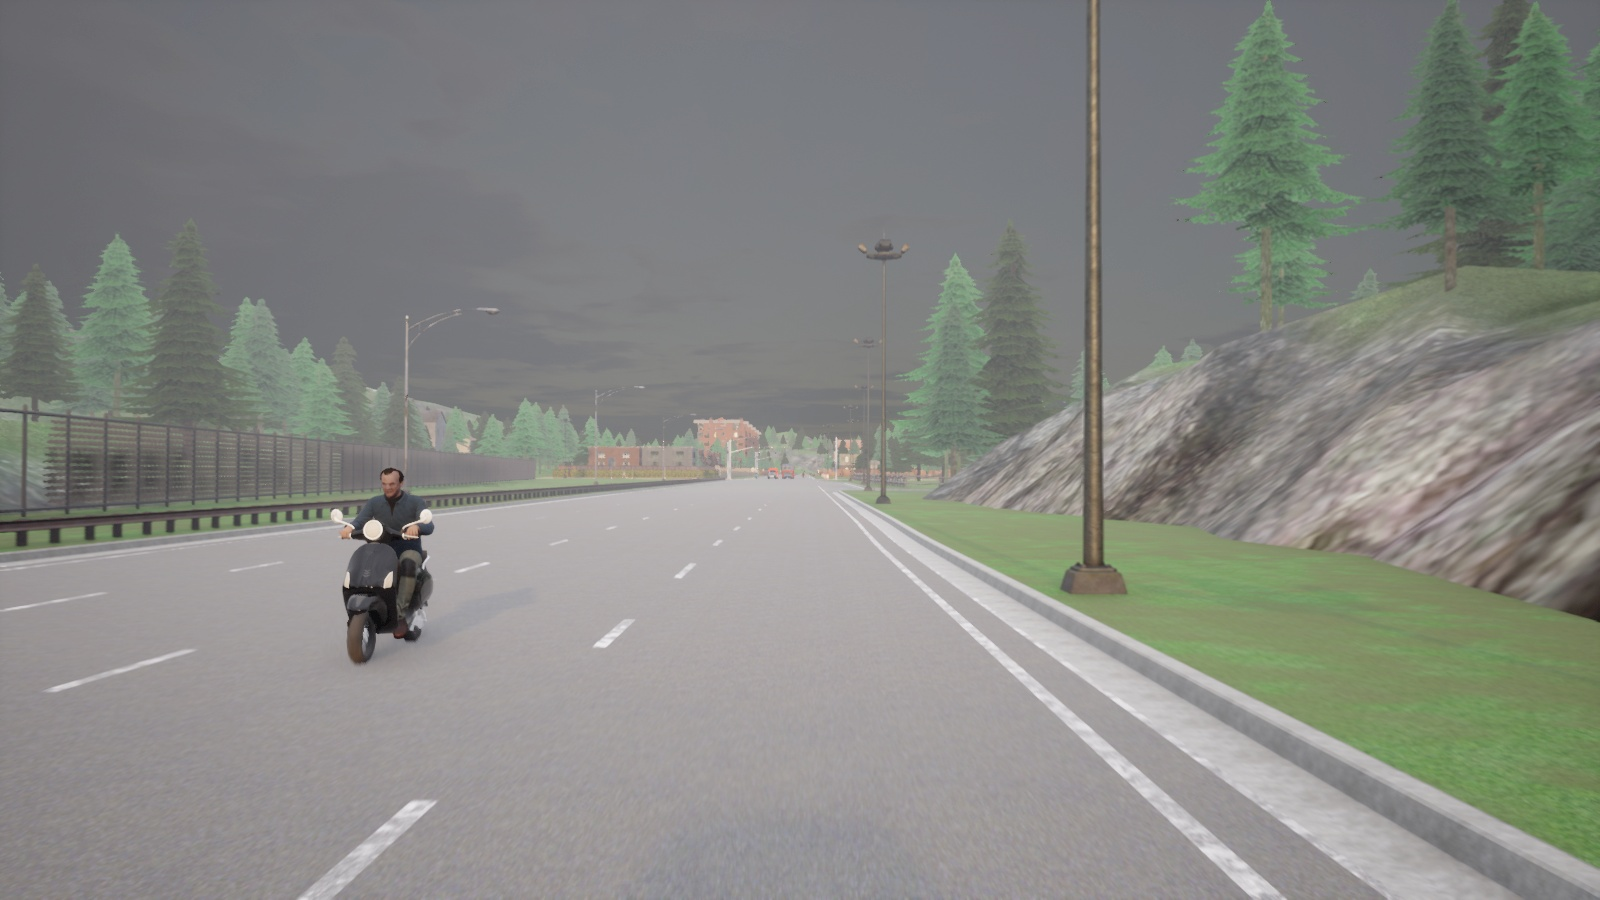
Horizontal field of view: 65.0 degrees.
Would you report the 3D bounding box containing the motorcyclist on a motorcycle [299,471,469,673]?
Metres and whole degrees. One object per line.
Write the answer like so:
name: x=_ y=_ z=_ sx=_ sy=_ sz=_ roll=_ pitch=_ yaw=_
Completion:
motorcyclist on a motorcycle: x=-3.527 y=0.975 z=10.831 sx=0.866 sy=1.590 sz=1.817 roll=0 pitch=-1 yaw=0
